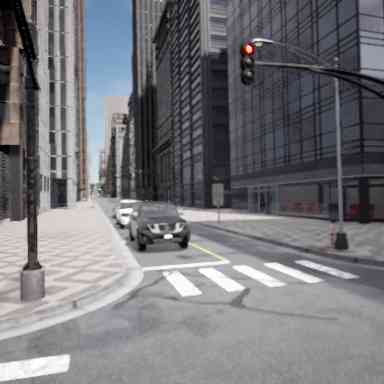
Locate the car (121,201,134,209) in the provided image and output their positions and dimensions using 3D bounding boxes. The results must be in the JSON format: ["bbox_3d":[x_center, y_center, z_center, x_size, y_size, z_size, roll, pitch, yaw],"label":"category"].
[{"bbox_3d":[-12.360,2.504,63.459,1.895,1.301,4.718,-1,0,-17],"label":"car"}]

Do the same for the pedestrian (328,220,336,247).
[{"bbox_3d":[5.587,1.617,13.238,0.500,1.100,0.500,0,-1,-16],"label":"pedestrian"}]

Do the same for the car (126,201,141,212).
[{"bbox_3d":[-9.552,2.286,53.930,1.837,1.490,4.892,-1,0,-17],"label":"car"}]

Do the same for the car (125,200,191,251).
[{"bbox_3d":[-1.744,1.489,16.079,2.150,2.045,5.566,-1,-1,-16],"label":"car"}]

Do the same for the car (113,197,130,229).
[{"bbox_3d":[-4.652,1.651,25.967,2.150,2.045,5.566,-1,-1,-16],"label":"car"}]
